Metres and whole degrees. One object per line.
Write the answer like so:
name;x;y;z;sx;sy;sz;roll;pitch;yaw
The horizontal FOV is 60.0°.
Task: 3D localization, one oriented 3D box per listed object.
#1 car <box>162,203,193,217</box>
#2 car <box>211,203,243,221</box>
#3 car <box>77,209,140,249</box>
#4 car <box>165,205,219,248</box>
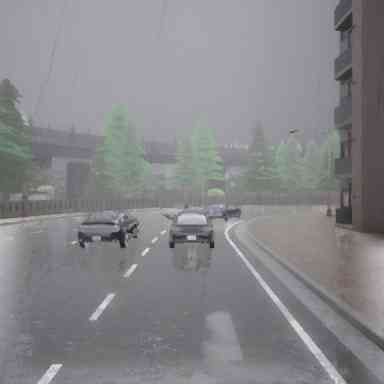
car;-0.635;1.616;28.483;1.895;1.301;4.718;0;0;25
car;2.517;1.563;26.961;2.033;1.411;5.357;0;0;25
car;-3.500;1.495;14.650;2.128;1.511;4.902;0;0;0
car;0.000;1.533;14.650;1.812;1.442;4.674;0;0;0
